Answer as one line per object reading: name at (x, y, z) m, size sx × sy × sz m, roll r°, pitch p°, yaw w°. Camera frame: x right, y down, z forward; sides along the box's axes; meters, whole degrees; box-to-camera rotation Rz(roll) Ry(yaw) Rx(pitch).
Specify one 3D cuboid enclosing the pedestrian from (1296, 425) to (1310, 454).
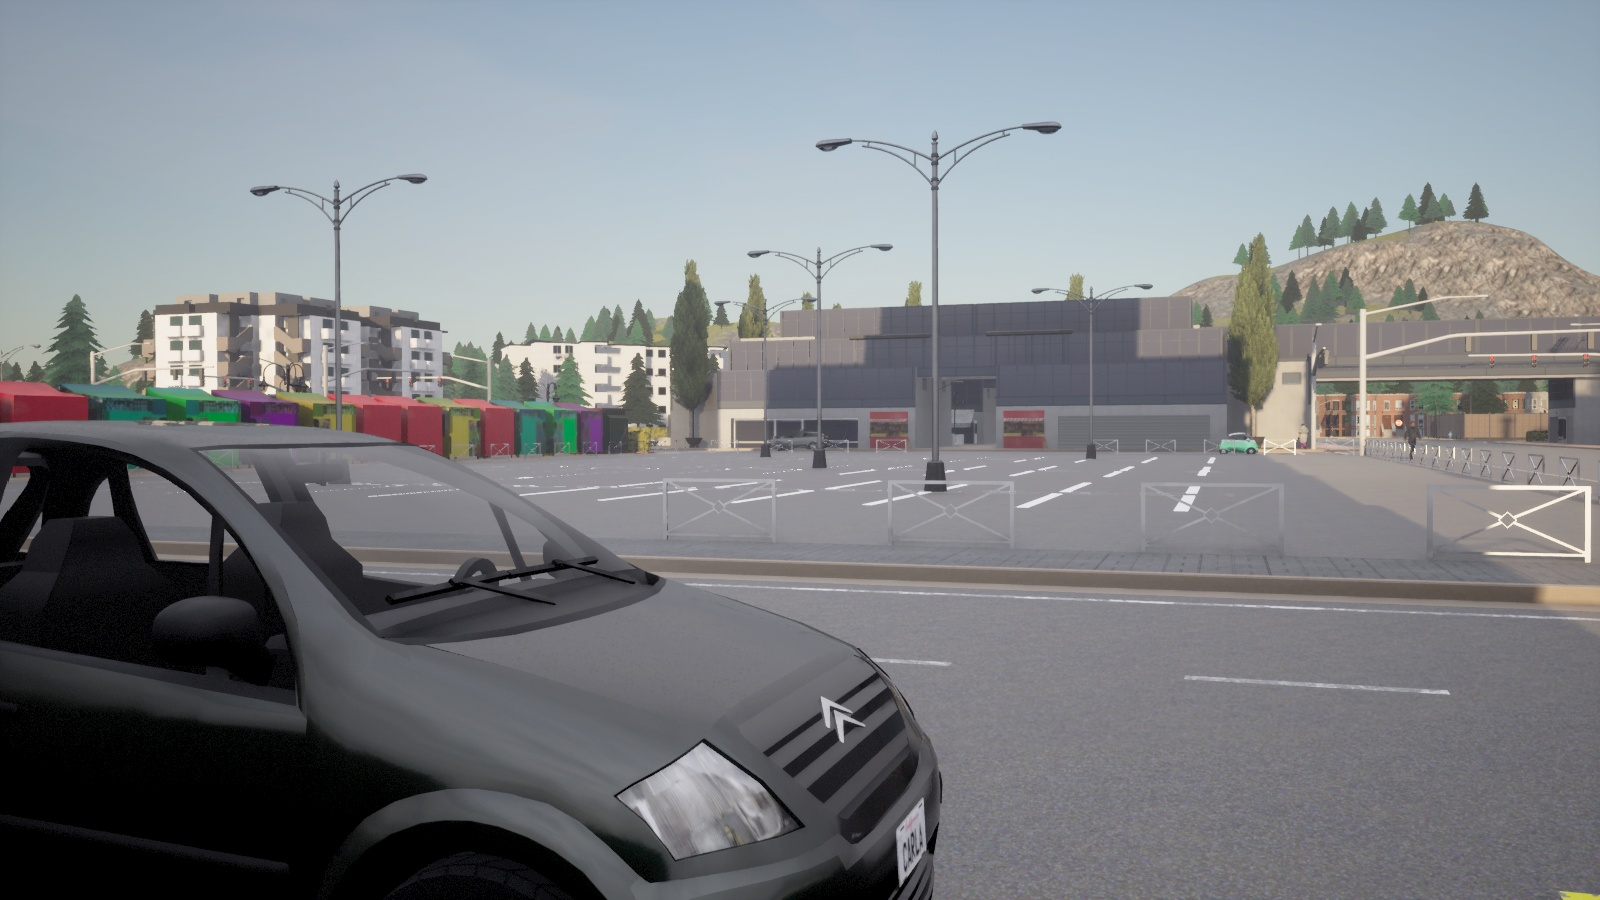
pedestrian at (34.775, -0.719, 86.830) m, size 0.659 × 1.952 × 0.873 m, roll 0°, pitch 1°, yaw 6°

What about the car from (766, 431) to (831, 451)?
car at (-0.105, -0.692, 94.948) m, size 4.514 × 1.525 × 2.007 m, roll 1°, pitch 1°, yaw 20°

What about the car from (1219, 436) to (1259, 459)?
car at (25.909, -0.153, 74.125) m, size 2.207 × 1.376 × 1.481 m, roll 0°, pitch 1°, yaw 20°

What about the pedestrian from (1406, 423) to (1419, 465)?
pedestrian at (28.106, -0.277, 57.642) m, size 0.423 × 1.949 × 0.788 m, roll 1°, pitch 1°, yaw 18°

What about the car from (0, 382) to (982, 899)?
car at (-1.613, 0.659, 3.733) m, size 3.988 × 1.617 × 1.851 m, roll 1°, pitch 1°, yaw 19°
